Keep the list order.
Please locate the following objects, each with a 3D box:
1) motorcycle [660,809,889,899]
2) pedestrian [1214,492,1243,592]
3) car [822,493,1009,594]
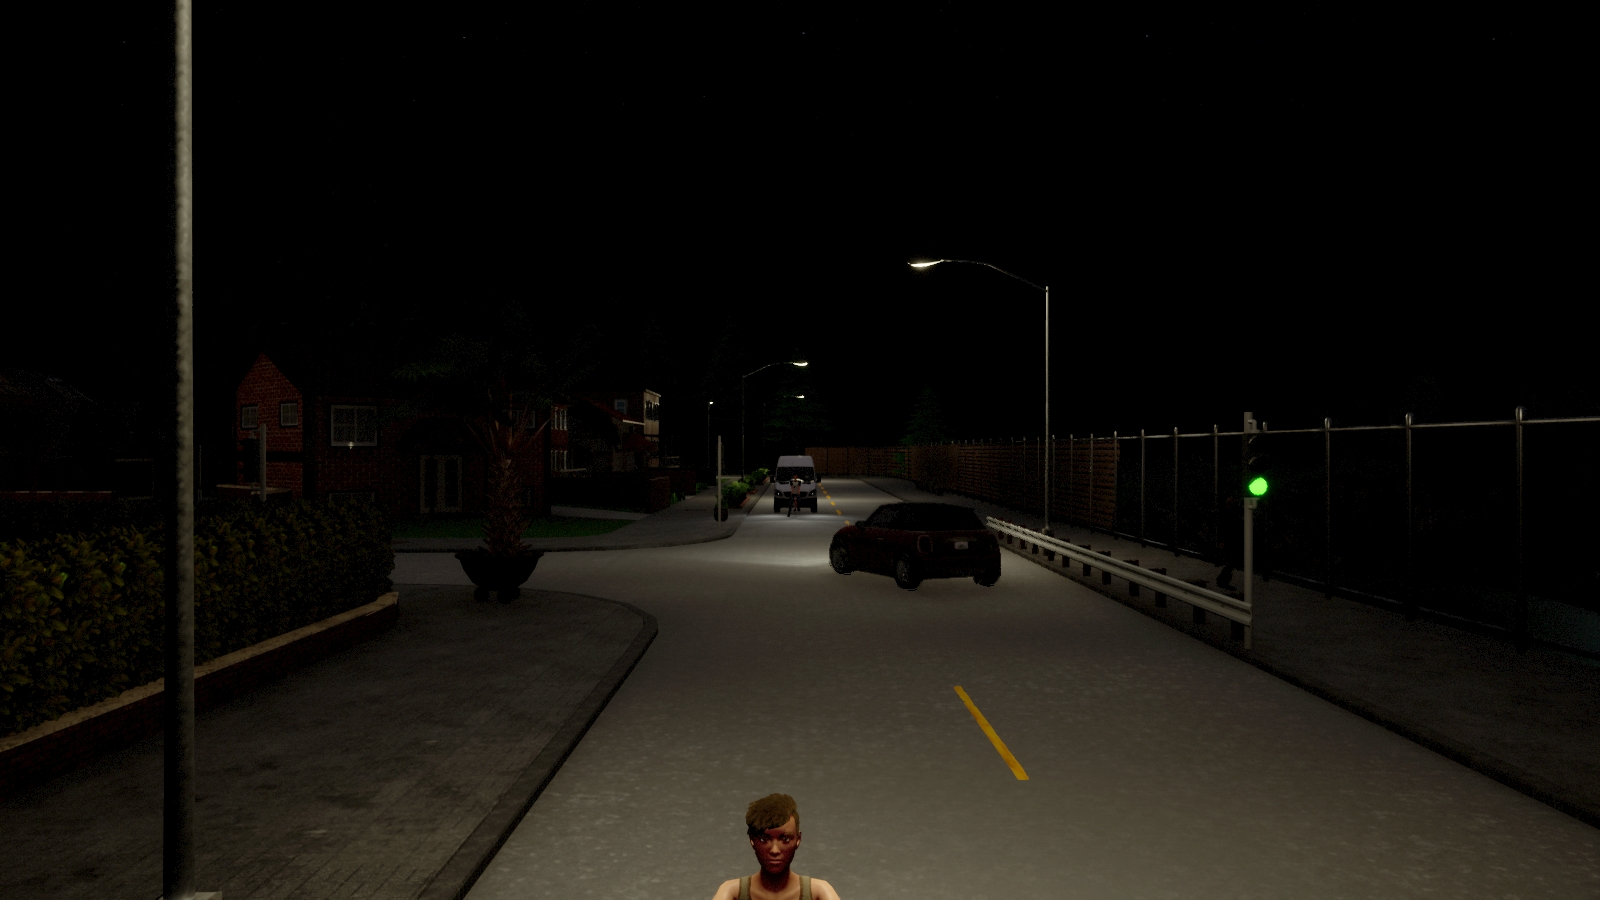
[{"bbox_3d":[-0.084,2.157,3.590,0.764,1.307,2.356,0,0,-1],"label":"motorcycle"},{"bbox_3d":[8.200,1.753,21.858,0.375,1.860,0.375,0,0,-32],"label":"pedestrian"},{"bbox_3d":[2.358,1.915,24.722,2.097,1.767,4.553,0,0,-23],"label":"car"}]
